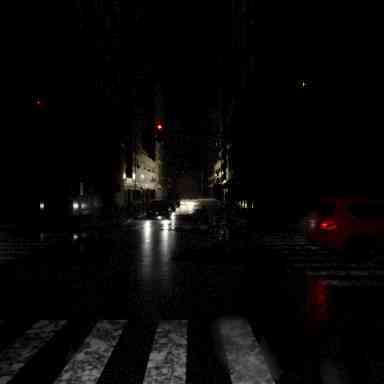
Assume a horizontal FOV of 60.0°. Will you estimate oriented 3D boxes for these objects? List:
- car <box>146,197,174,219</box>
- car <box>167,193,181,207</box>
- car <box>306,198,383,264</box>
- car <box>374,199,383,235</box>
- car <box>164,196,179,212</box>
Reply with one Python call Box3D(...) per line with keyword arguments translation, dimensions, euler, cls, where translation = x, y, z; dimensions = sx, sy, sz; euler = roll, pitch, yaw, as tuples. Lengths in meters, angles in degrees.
Box3D(translation=(-2.865, 1.496, 29.285), dimensions=(1.837, 1.490, 4.892), euler=(0, 0, 0), cls="car")
Box3D(translation=(-2.874, 1.197, 49.552), dimensions=(2.150, 2.045, 5.566), euler=(0, 0, 0), cls="car")
Box3D(translation=(6.830, 1.220, 11.411), dimensions=(5.566, 2.045, 2.150), euler=(0, 0, 0), cls="car")
Box3D(translation=(12.338, 1.282, 16.892), dimensions=(5.009, 1.841, 2.192), euler=(0, 0, 0), cls="car")
Box3D(translation=(-2.864, 1.511, 39.152), dimensions=(1.812, 1.442, 4.674), euler=(0, 0, 0), cls="car")
